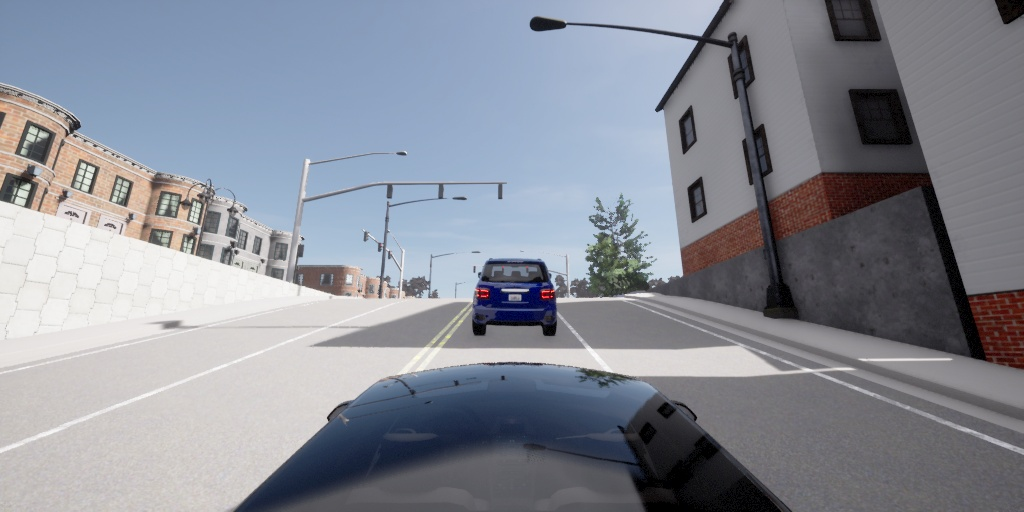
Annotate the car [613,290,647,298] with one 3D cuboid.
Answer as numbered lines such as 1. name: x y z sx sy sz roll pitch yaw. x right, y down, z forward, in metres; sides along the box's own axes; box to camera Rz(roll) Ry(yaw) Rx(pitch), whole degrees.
1. car: 10.997 3.591 29.575 5.357 1.411 2.033 0 -14 -1

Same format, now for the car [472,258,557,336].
1. car: 0.079 1.097 11.026 2.150 2.045 5.566 1 -1 0
